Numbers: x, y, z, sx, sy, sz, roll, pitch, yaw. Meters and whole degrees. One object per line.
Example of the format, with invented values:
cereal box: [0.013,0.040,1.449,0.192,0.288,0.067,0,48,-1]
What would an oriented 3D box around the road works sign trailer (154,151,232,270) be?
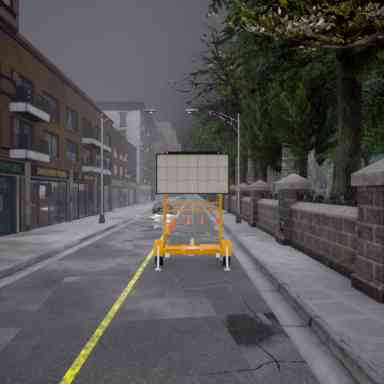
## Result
road works sign trailer: [0.022,0.471,10.984,2.380,3.560,2.880,0,0,0]

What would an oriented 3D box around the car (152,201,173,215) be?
car: [-3.030,1.597,34.652,1.994,1.385,4.181,0,0,0]
